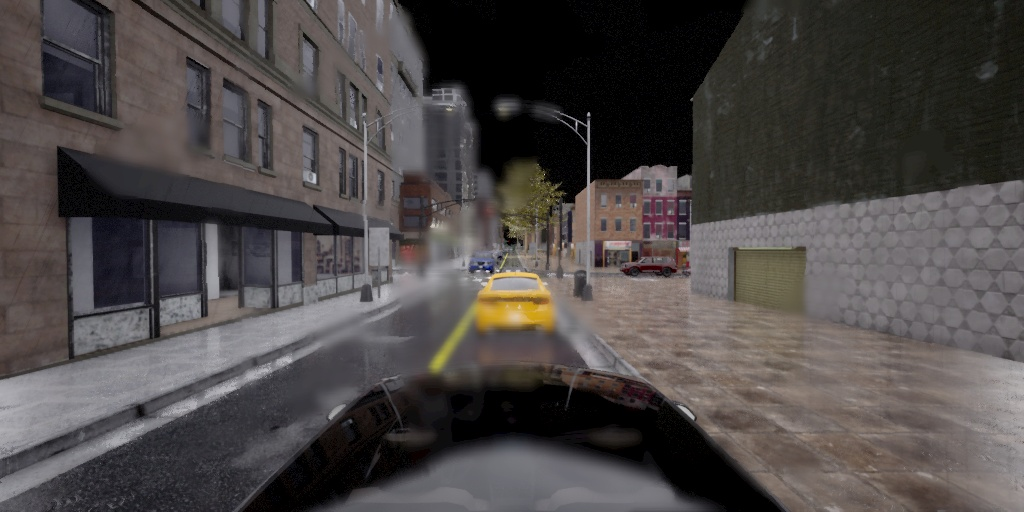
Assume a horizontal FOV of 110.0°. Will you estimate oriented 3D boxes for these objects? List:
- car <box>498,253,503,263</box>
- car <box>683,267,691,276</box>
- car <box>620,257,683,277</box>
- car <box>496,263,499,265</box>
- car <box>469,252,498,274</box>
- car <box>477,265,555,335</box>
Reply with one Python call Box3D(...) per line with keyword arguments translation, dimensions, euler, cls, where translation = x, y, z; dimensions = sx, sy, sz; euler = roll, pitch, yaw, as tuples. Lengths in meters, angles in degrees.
Box3D(translation=(-2.837, 0.456, 51.560), dimensions=(2.128, 1.511, 4.902), euler=(0, 2, 0), cls="car")
Box3D(translation=(18.109, 1.296, 33.449), dimensions=(4.207, 1.307, 1.802), euler=(0, 0, 0), cls="car")
Box3D(translation=(12.707, 0.952, 33.441), dimensions=(5.009, 1.841, 2.192), euler=(0, 0, 0), cls="car")
Box3D(translation=(0.071, 1.250, 19.909), dimensions=(1.895, 1.301, 4.718), euler=(0, 1, 0), cls="car")
Box3D(translation=(-2.830, 0.611, 35.058), dimensions=(2.150, 2.045, 5.566), euler=(1, 1, 0), cls="car")
Box3D(translation=(0.097, 1.206, 10.467), dimensions=(1.882, 1.535, 5.008), euler=(0, 0, 0), cls="car")
